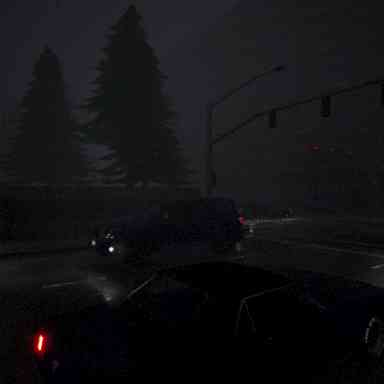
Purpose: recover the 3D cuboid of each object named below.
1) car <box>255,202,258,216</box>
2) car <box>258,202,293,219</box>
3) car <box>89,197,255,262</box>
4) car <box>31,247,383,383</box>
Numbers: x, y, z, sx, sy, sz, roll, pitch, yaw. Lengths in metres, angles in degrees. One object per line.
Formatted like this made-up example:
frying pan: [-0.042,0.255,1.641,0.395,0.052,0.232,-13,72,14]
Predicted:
car: [3.174,1.581,28.916,1.812,1.442,4.674,0,0,-35]
car: [6.501,1.603,30.299,2.033,1.411,5.357,0,0,-36]
car: [-0.691,1.222,11.762,5.566,2.045,2.150,0,0,-32]
car: [0.670,1.601,4.260,4.718,1.301,1.895,0,0,-35]
